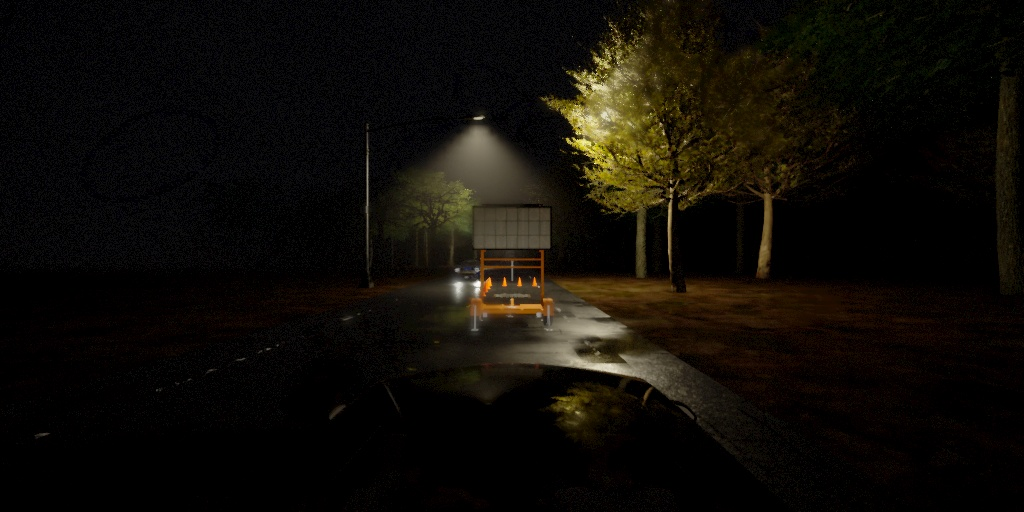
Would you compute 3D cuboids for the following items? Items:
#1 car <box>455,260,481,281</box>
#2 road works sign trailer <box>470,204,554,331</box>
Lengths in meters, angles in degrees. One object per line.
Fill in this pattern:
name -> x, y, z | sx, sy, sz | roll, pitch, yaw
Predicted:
car -> -3.598, 1.131, 30.755 | 2.097, 1.767, 4.553 | 0, 0, 0
road works sign trailer -> 0.009, 0.218, 11.000 | 2.380, 3.560, 2.880 | 0, 0, 0
